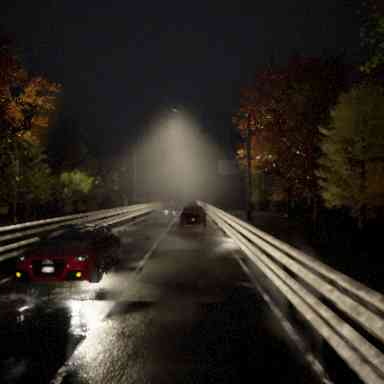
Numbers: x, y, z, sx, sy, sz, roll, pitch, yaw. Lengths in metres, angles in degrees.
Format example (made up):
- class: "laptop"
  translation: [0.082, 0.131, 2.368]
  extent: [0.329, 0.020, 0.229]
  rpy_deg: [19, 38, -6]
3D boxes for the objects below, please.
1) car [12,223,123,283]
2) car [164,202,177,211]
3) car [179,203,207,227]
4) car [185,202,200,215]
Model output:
- class: "car"
  translation: [-3.355, 1.632, 9.754]
  extent: [1.994, 1.385, 4.181]
  rpy_deg: [0, 0, 0]
- class: "car"
  translation: [-3.358, 2.284, 52.836]
  extent: [1.994, 1.385, 4.181]
  rpy_deg: [0, -1, 0]
- class: "car"
  translation: [0.082, 1.725, 24.825]
  extent: [1.882, 1.535, 5.008]
  rpy_deg: [0, -1, 0]
- class: "car"
  translation: [0.072, 2.057, 41.805]
  extent: [1.812, 1.442, 4.674]
  rpy_deg: [0, -1, 0]
